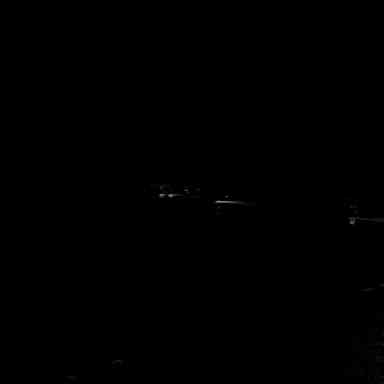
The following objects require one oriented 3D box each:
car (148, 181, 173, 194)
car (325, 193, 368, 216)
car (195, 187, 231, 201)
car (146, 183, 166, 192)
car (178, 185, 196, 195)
[{"bbox_3d":[-5.151,-0.802,54.367,2.150,2.045,5.566,2,2,-28],"label":"car"},{"bbox_3d":[10.672,0.888,25.021,1.882,1.535,5.008,2,2,-29],"label":"car"},{"bbox_3d":[2.736,0.203,39.641,1.837,1.490,4.892,2,1,-28],"label":"car"},{"bbox_3d":[-7.034,-0.874,64.311,2.128,1.511,4.902,2,2,-29],"label":"car"},{"bbox_3d":[-0.424,-0.274,52.154,2.128,1.511,4.902,2,1,-29],"label":"car"}]
